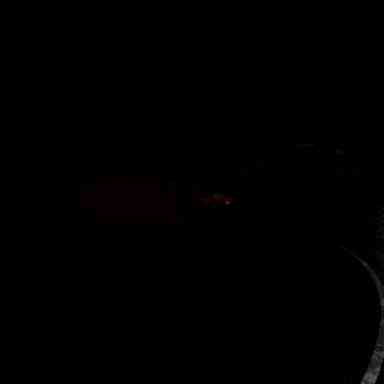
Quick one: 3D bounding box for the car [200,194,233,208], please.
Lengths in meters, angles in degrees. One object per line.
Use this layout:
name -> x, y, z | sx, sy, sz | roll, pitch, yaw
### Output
car -> 2.503, 0.914, 35.465 | 1.882, 1.535, 5.008 | -2, 1, -25
